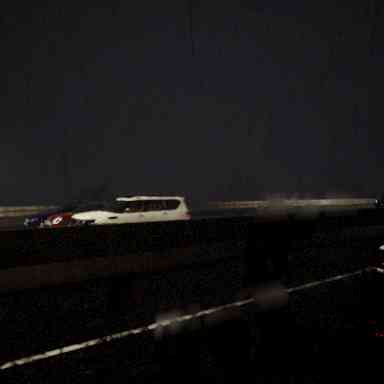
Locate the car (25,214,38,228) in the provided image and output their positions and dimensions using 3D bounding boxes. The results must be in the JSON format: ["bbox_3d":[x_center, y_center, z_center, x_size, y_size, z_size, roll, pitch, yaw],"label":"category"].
[{"bbox_3d":[-7.496,1.519,20.117,4.674,1.442,1.812,0,0,-35],"label":"car"}]

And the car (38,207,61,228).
[{"bbox_3d":[-5.270,1.346,17.402,4.553,1.767,2.097,0,0,-35],"label":"car"}]

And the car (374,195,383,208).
[{"bbox_3d":[26.094,1.227,43.286,5.566,2.045,2.150,0,0,-34],"label":"car"}]

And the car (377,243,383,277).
[{"bbox_3d":[6.563,1.488,8.374,4.902,1.511,2.128,0,0,-35],"label":"car"}]

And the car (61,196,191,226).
[{"bbox_3d":[-2.618,1.216,14.996,5.566,2.045,2.150,0,0,-35],"label":"car"}]
